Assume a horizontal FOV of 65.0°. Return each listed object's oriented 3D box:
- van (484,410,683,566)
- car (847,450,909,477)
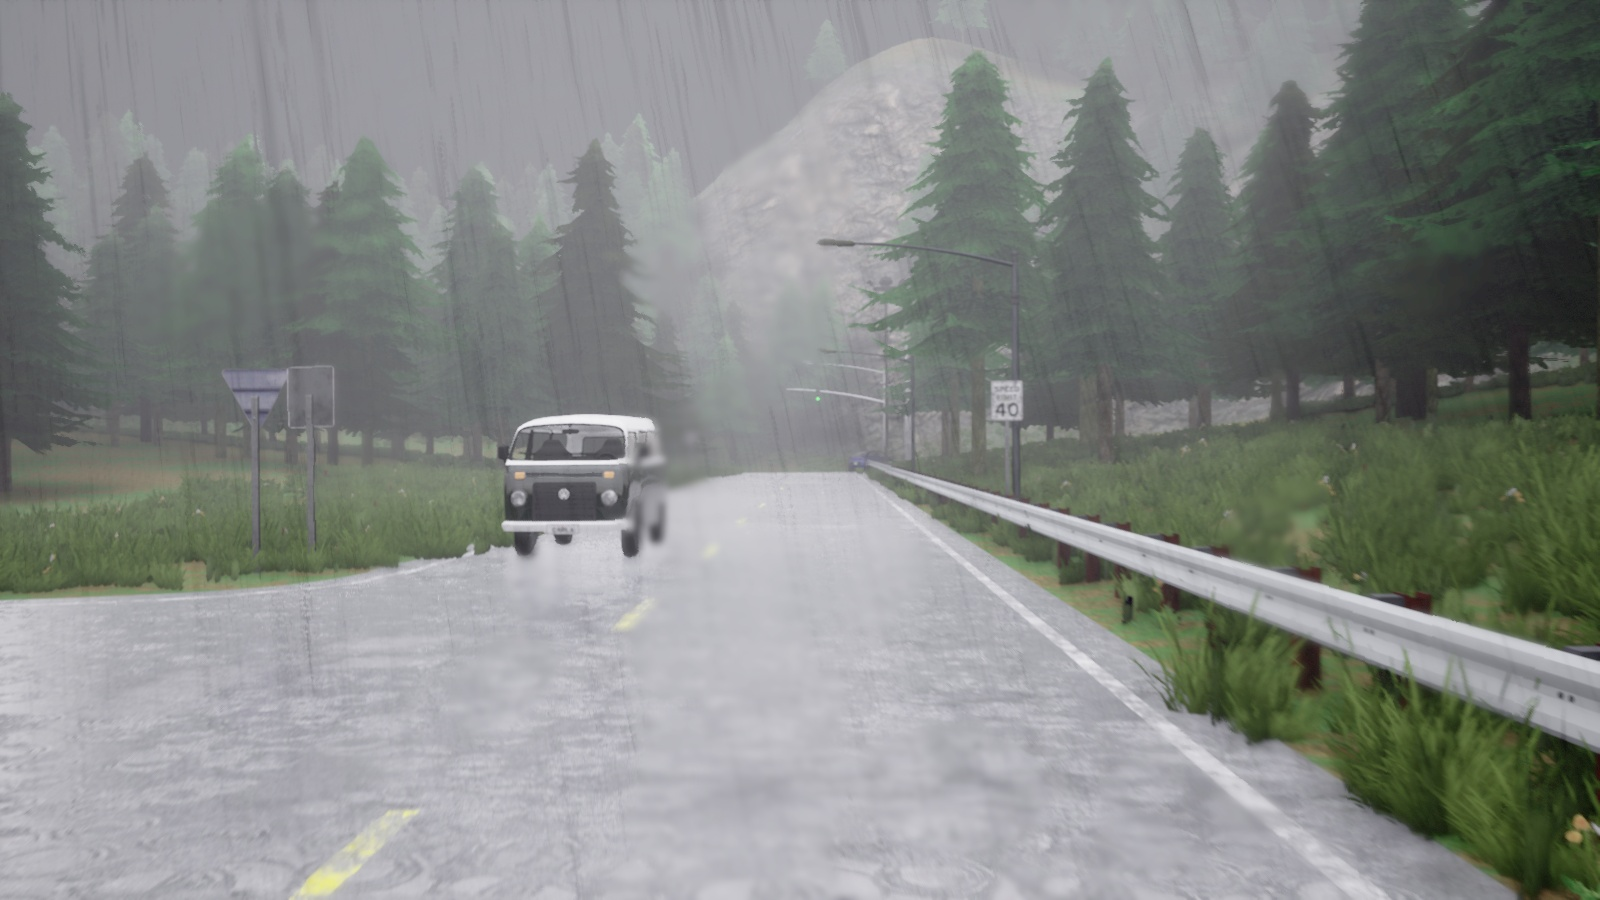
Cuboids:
[{"bbox_3d":[-3.043,0.498,18.678,2.069,2.038,4.480,0,0,1],"label":"van"},{"bbox_3d":[5.180,0.911,82.913,1.816,1.474,4.193,-3,-5,43],"label":"car"}]
